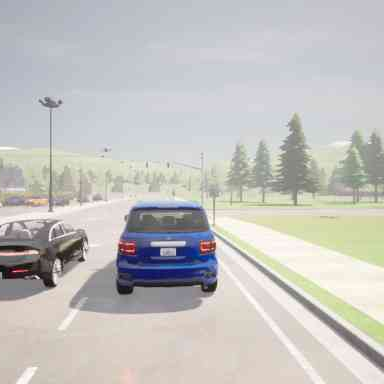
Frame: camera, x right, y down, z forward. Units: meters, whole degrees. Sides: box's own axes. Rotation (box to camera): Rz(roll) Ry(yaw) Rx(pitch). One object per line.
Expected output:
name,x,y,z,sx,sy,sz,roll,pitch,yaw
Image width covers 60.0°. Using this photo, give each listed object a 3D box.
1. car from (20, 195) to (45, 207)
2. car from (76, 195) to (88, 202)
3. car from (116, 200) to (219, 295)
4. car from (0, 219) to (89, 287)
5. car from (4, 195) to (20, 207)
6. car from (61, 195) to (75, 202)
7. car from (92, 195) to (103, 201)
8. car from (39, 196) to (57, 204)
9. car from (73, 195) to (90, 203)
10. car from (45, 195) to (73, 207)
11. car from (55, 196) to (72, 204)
car,-24.302,1.354,51.815,2.097,1.767,4.553,0,0,-5
car,-26.785,1.505,81.186,1.837,1.490,4.892,0,0,-5
car,-0.678,1.223,8.952,2.150,2.045,5.566,0,0,-5
car,-4.212,1.492,9.198,2.128,1.511,4.902,0,0,-5
car,-27.898,1.355,52.626,2.097,1.767,4.553,0,0,-5
car,-30.337,1.530,81.637,2.128,1.511,4.902,0,0,-5
car,-23.345,1.482,82.033,1.882,1.535,5.008,0,0,-5
car,-29.096,1.504,67.273,1.837,1.490,4.892,0,0,-5
car,-22.049,1.528,67.032,1.812,1.442,4.674,0,0,-5
car,-20.835,1.496,52.293,2.128,1.511,4.902,0,0,-5
car,-25.474,1.504,66.010,1.837,1.490,4.892,0,0,-5
